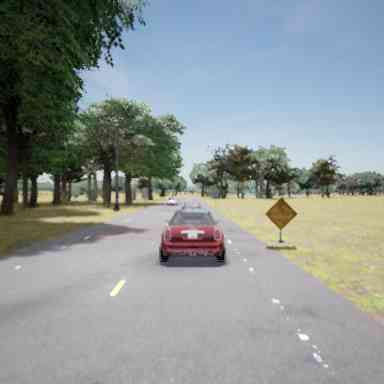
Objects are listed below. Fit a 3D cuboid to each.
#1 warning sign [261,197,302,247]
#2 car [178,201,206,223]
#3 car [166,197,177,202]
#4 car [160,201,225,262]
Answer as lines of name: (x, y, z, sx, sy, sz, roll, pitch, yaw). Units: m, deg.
warning sign: (3.556, 1.158, 13.309, 1.300, 1.860, 1.060, 1, 1, 0)
car: (0.026, 1.577, 27.552, 2.128, 1.511, 4.902, 0, 0, 0)
car: (-3.581, 1.706, 58.878, 1.812, 1.442, 4.674, 0, 0, 1)
car: (0.036, 1.391, 12.463, 2.097, 1.767, 4.553, 0, 0, 0)
